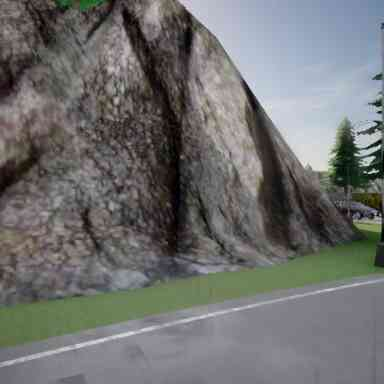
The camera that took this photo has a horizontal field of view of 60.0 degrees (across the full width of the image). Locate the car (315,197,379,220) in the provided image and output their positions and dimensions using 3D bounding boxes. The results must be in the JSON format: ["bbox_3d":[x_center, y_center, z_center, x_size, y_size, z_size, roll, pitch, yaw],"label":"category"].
[{"bbox_3d":[13.459,1.491,28.497,2.128,1.511,4.902,0,0,-25],"label":"car"}]

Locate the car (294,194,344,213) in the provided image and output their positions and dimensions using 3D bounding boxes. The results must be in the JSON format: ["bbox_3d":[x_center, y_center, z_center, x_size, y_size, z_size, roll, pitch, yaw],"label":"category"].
[{"bbox_3d":[14.053,1.221,35.911,2.150,2.045,5.566,0,0,-22],"label":"car"}]
